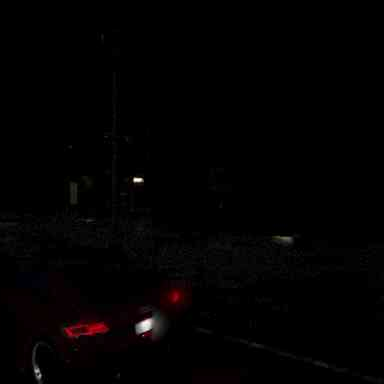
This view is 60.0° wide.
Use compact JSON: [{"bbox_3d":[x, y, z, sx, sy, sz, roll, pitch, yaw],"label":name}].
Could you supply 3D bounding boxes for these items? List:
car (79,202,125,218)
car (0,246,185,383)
[{"bbox_3d":[-9.134,1.789,33.995,1.882,1.535,5.008,0,-1,36],"label":"car"},{"bbox_3d":[-2.156,1.578,5.210,4.181,1.385,1.994,0,0,37],"label":"car"}]
